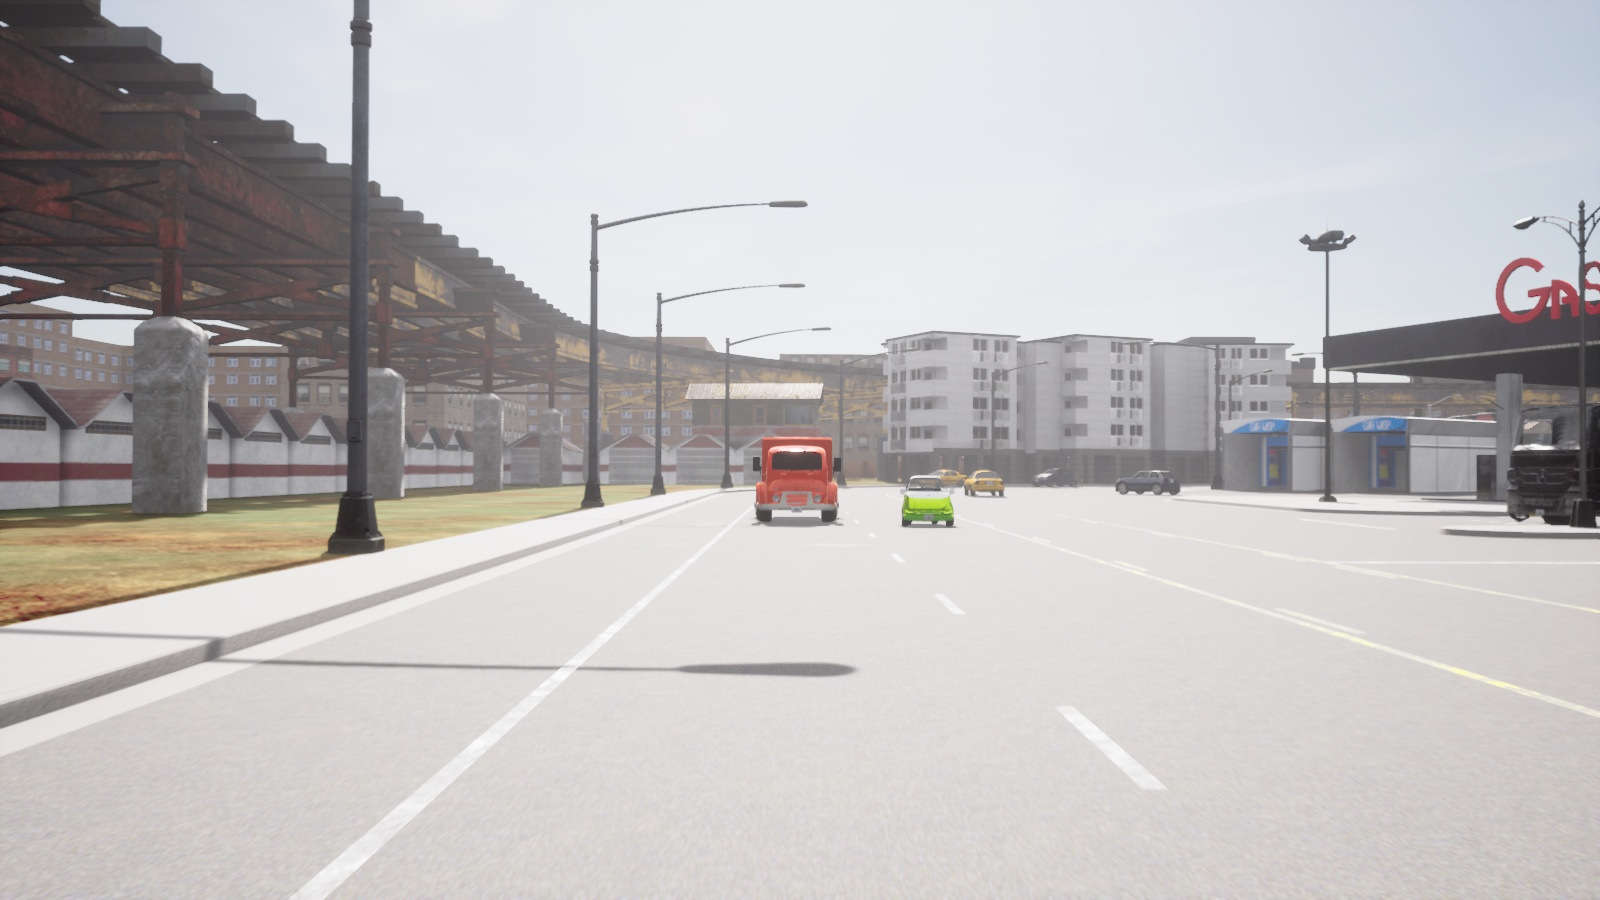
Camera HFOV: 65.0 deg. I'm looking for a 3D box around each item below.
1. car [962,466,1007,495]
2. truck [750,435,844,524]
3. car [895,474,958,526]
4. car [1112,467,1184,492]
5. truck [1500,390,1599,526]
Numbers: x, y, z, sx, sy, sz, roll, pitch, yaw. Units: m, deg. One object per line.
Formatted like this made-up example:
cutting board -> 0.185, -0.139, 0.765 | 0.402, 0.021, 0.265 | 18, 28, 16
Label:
car -> 10.373, 1.709, 70.771 | 1.801, 1.575, 5.366 | 0, -1, 1
truck -> -0.089, 0.860, 37.605 | 2.627, 2.467, 5.204 | 0, -1, 0
car -> 3.421, 1.340, 34.251 | 1.481, 1.376, 2.207 | 0, -1, 0
car -> 21.214, 1.776, 76.743 | 1.970, 1.475, 3.806 | 0, -1, -37
truck -> 23.614, 0.221, 34.109 | 7.936, 3.462, 2.891 | 0, -1, -9
